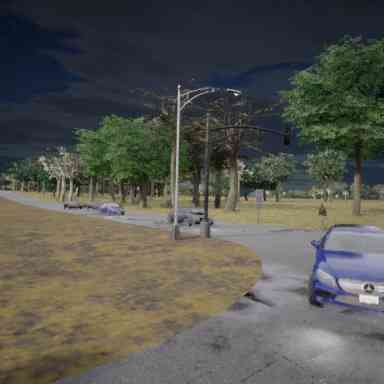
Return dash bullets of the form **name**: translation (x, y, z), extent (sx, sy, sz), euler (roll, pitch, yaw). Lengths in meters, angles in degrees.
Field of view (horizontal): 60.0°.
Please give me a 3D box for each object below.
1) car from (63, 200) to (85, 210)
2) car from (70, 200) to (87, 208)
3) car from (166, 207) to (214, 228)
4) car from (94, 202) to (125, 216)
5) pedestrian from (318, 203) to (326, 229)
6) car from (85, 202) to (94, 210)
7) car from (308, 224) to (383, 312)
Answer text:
- **car**: translation (-18.979, 2.075, 52.689), extent (1.882, 1.535, 5.008), euler (3, -2, -34)
- **car**: translation (-21.382, 2.309, 62.776), extent (1.994, 1.385, 4.181), euler (3, -2, -34)
- **car**: translation (-0.207, 1.811, 24.371), extent (1.994, 1.385, 4.181), euler (3, -2, -34)
- **car**: translation (-9.175, 1.951, 37.829), extent (1.812, 1.442, 4.674), euler (3, -2, -34)
- **pedestrian**: translation (9.301, 1.717, 23.824), extent (0.375, 1.860, 0.375), euler (1, -1, -34)
- **car**: translation (-15.823, 2.255, 54.466), extent (1.994, 1.385, 4.181), euler (3, -2, -35)
- **car**: translation (3.838, 1.518, 7.695), extent (1.812, 1.442, 4.674), euler (1, 1, 22)
